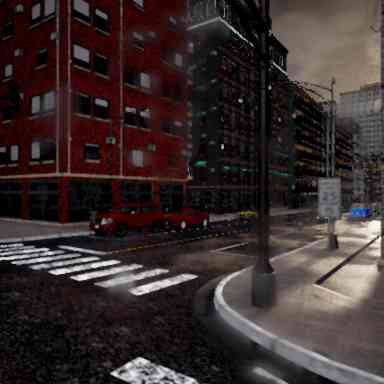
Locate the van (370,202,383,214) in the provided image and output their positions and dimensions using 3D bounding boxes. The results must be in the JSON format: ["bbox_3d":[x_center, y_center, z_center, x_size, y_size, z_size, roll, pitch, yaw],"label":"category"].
[{"bbox_3d":[29.453,2.486,52.585,1.690,1.788,3.998,-1,-2,35],"label":"van"}]

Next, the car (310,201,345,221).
[{"bbox_3d":[14.488,1.955,35.830,2.150,2.045,5.566,0,-1,36],"label":"car"}]

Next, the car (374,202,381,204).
[{"bbox_3d":[26.161,2.481,47.934,1.967,1.590,4.097,-1,-2,35],"label":"car"}]

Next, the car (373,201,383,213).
[{"bbox_3d":[32.744,2.563,57.233,2.192,1.841,5.009,-1,-2,35],"label":"car"}]

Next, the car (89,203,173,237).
[{"bbox_3d":[-3.727,1.615,20.176,2.192,1.841,5.009,-1,-2,35],"label":"car"}]

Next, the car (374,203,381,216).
[{"bbox_3d":[22.870,2.489,43.283,2.008,1.369,4.403,-1,-2,35],"label":"car"}]

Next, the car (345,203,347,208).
[{"bbox_3d":[35.773,3.082,75.945,1.887,1.381,4.507,-1,-2,35],"label":"car"}]

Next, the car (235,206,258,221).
[{"bbox_3d":[6.050,2.130,33.976,1.752,1.417,4.829,-1,-2,35],"label":"car"}]

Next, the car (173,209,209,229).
[{"bbox_3d":[-0.436,1.947,24.818,1.887,1.381,4.507,-1,-2,35],"label":"car"}]

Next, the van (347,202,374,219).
[{"bbox_3d":[19.578,2.176,38.640,1.690,1.788,3.998,-1,-2,35],"label":"van"}]

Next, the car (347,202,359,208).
[{"bbox_3d":[39.064,3.186,80.593,1.887,1.381,4.507,-1,-2,35],"label":"car"}]
